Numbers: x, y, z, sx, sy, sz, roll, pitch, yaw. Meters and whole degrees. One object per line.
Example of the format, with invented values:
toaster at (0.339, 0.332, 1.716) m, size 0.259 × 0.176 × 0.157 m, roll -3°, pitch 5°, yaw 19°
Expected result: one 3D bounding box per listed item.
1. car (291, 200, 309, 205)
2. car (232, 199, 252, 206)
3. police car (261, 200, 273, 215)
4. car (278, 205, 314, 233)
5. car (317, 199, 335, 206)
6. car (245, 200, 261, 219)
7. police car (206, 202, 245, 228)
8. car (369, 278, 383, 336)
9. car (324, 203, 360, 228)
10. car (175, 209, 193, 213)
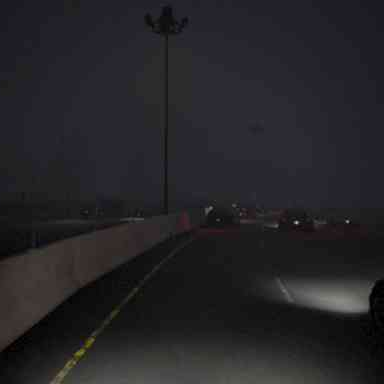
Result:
car at (17.644, 2.032, 54.378) m, size 1.812 × 1.442 × 4.674 m, roll 0°, pitch -1°, yaw 38°
car at (10.156, 2.098, 67.327) m, size 1.837 × 1.490 × 4.892 m, roll 0°, pitch -1°, yaw 38°
police car at (7.597, 1.776, 38.685) m, size 1.930 × 1.638 × 5.238 m, roll 0°, pitch -1°, yaw 24°
car at (6.515, 1.760, 21.085) m, size 1.994 × 1.385 × 4.181 m, roll 0°, pitch -1°, yaw 14°
car at (26.186, 2.100, 64.613) m, size 1.895 × 1.301 × 4.718 m, roll 0°, pitch -1°, yaw 44°
car at (5.336, 1.805, 33.279) m, size 1.837 × 1.490 × 4.892 m, roll 0°, pitch -1°, yaw 21°
police car at (2.383, 1.642, 24.280) m, size 1.930 × 1.638 × 5.238 m, roll 0°, pitch -1°, yaw 15°
car at (3.847, 1.567, 3.742) m, size 1.812 × 1.442 × 4.674 m, roll 0°, pitch 0°, yaw 3°
car at (11.008, 1.759, 24.347) m, size 1.812 × 1.442 × 4.674 m, roll 0°, pitch -1°, yaw 16°
car at (-0.177, 1.856, 35.485) m, size 2.033 × 1.411 × 5.357 m, roll 0°, pitch -1°, yaw 21°
